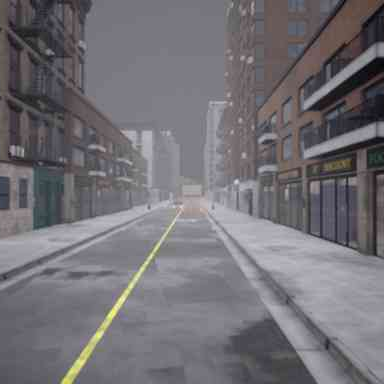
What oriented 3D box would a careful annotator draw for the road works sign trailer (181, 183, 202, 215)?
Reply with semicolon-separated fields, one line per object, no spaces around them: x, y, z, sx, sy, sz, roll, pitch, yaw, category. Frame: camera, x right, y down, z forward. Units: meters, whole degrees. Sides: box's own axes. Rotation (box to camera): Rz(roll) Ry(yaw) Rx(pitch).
-0.026;0.810;37.953;2.380;3.560;2.880;0;-1;0;road works sign trailer

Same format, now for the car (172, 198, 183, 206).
-3.049;1.976;71.006;2.097;1.767;4.553;0;0;0;car
